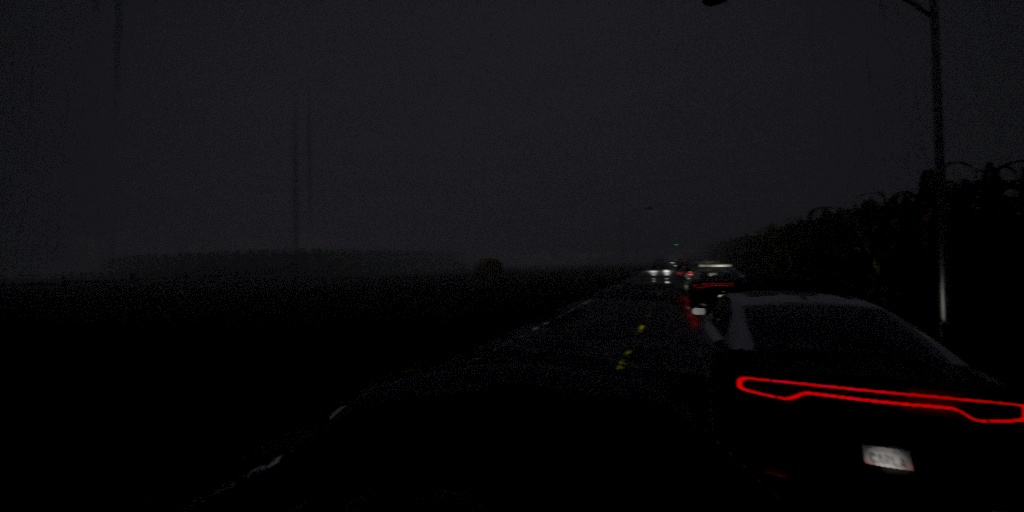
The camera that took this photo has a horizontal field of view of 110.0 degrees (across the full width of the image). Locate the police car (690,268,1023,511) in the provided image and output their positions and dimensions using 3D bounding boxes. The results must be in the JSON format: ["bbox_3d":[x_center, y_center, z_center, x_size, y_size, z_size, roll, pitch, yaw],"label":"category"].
[{"bbox_3d":[3.547,1.109,4.697,1.930,1.638,5.238,-2,-1,25],"label":"police car"}]

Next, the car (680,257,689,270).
[{"bbox_3d":[10.265,0.979,19.063,2.097,1.767,4.553,-2,-1,25],"label":"car"}]

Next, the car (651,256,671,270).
[{"bbox_3d":[19.731,1.100,47.724,1.837,1.490,4.892,-2,-1,25],"label":"car"}]

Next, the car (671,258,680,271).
[{"bbox_3d":[20.899,1.026,43.596,2.128,1.511,4.902,-2,0,25],"label":"car"}]

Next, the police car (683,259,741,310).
[{"bbox_3d":[7.784,1.075,13.754,1.930,1.638,5.238,-2,-1,25],"label":"police car"}]
